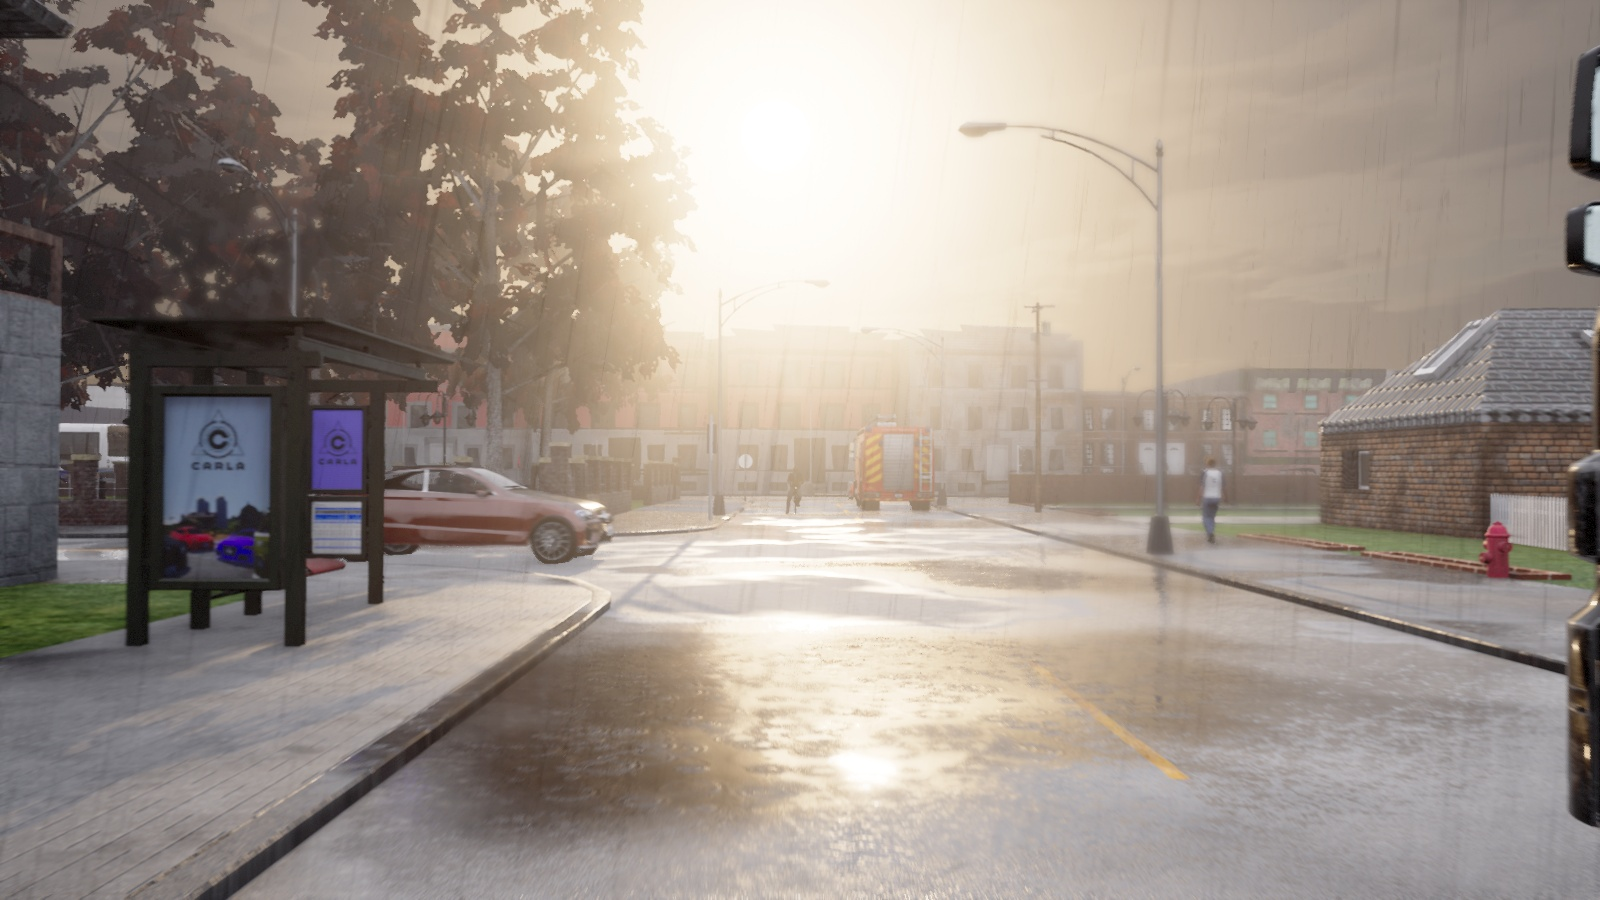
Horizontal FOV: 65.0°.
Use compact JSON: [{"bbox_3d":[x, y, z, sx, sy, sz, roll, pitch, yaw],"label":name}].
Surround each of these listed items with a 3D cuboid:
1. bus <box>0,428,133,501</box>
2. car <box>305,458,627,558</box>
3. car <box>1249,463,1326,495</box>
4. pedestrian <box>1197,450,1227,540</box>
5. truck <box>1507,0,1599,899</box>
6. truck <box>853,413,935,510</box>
[{"bbox_3d":[-46.175,0.882,75.222,10.273,4.253,3.944,0,-1,0],"label":"bus"},{"bbox_3d":[-5.706,0.983,21.921,5.027,1.651,2.152,0,-1,3],"label":"car"},{"bbox_3d":[29.279,1.756,75.425,3.866,1.878,1.905,0,-1,0],"label":"car"},{"bbox_3d":[8.501,0.915,25.941,0.354,1.836,0.706,0,-1,-2],"label":"pedestrian"},{"bbox_3d":[3.982,-0.173,0.599,2.891,3.462,7.936,0,-1,1],"label":"truck"},{"bbox_3d":[3.879,0.536,53.843,2.891,3.827,8.468,0,-1,0],"label":"truck"}]
